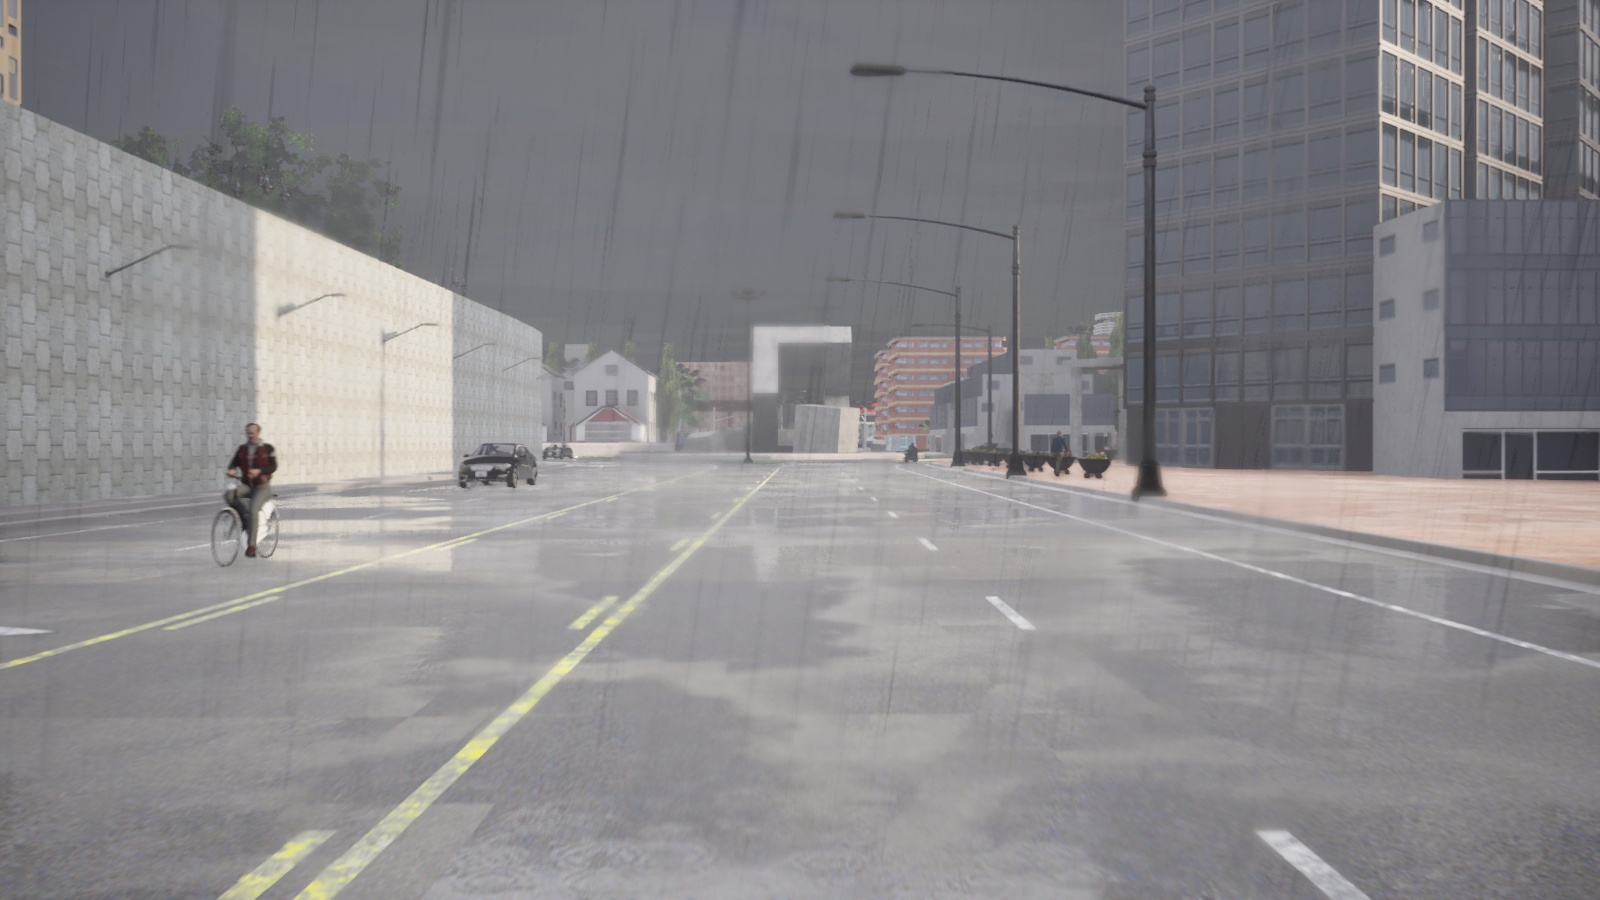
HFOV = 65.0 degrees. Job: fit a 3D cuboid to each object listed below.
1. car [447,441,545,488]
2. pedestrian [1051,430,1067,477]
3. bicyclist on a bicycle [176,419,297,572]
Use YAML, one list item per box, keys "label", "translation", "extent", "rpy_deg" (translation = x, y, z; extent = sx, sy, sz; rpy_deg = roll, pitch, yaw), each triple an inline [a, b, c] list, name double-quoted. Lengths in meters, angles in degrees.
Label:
- label: "car"
  translation: [-10.242, 0.454, 42.672]
  extent: [2.128, 1.511, 4.902]
  rpy_deg: [0, 0, 0]
- label: "pedestrian"
  translation: [10.062, 0.135, 48.760]
  extent: [0.402, 1.842, 0.726]
  rpy_deg: [0, 0, 33]
- label: "bicyclist on a bicycle"
  translation: [-6.897, 0.524, 15.475]
  extent: [0.659, 1.776, 1.843]
  rpy_deg: [0, 0, 0]
